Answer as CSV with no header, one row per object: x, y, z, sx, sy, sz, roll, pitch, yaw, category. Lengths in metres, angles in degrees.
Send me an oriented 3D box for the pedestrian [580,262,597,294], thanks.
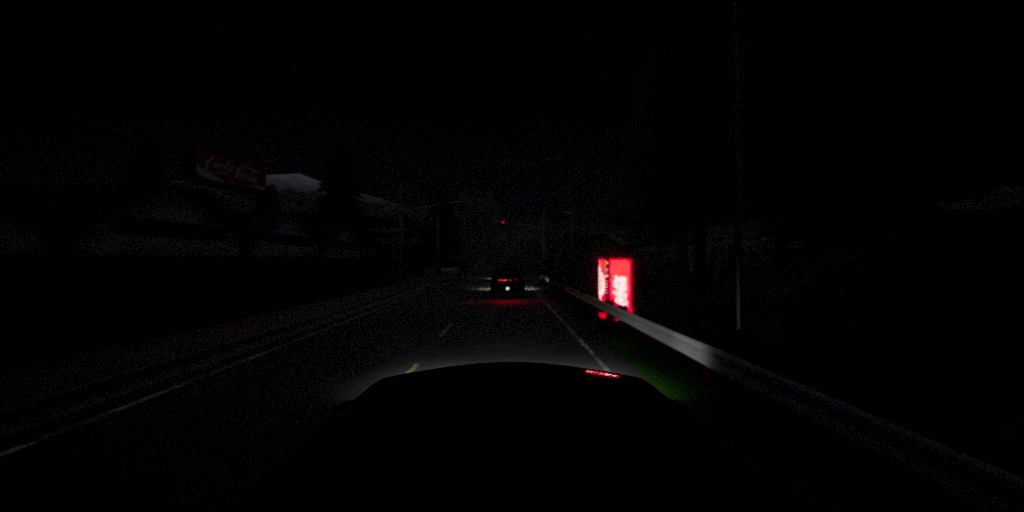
2.781,0.769,12.603,0.500,1.100,0.500,0,-1,-1,pedestrian

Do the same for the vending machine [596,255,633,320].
3.369,1.026,11.671,1.100,2.100,0.880,0,0,-1,vending machine

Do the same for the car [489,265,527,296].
-0.242,1.437,20.594,1.837,1.490,4.892,0,-1,0,car
